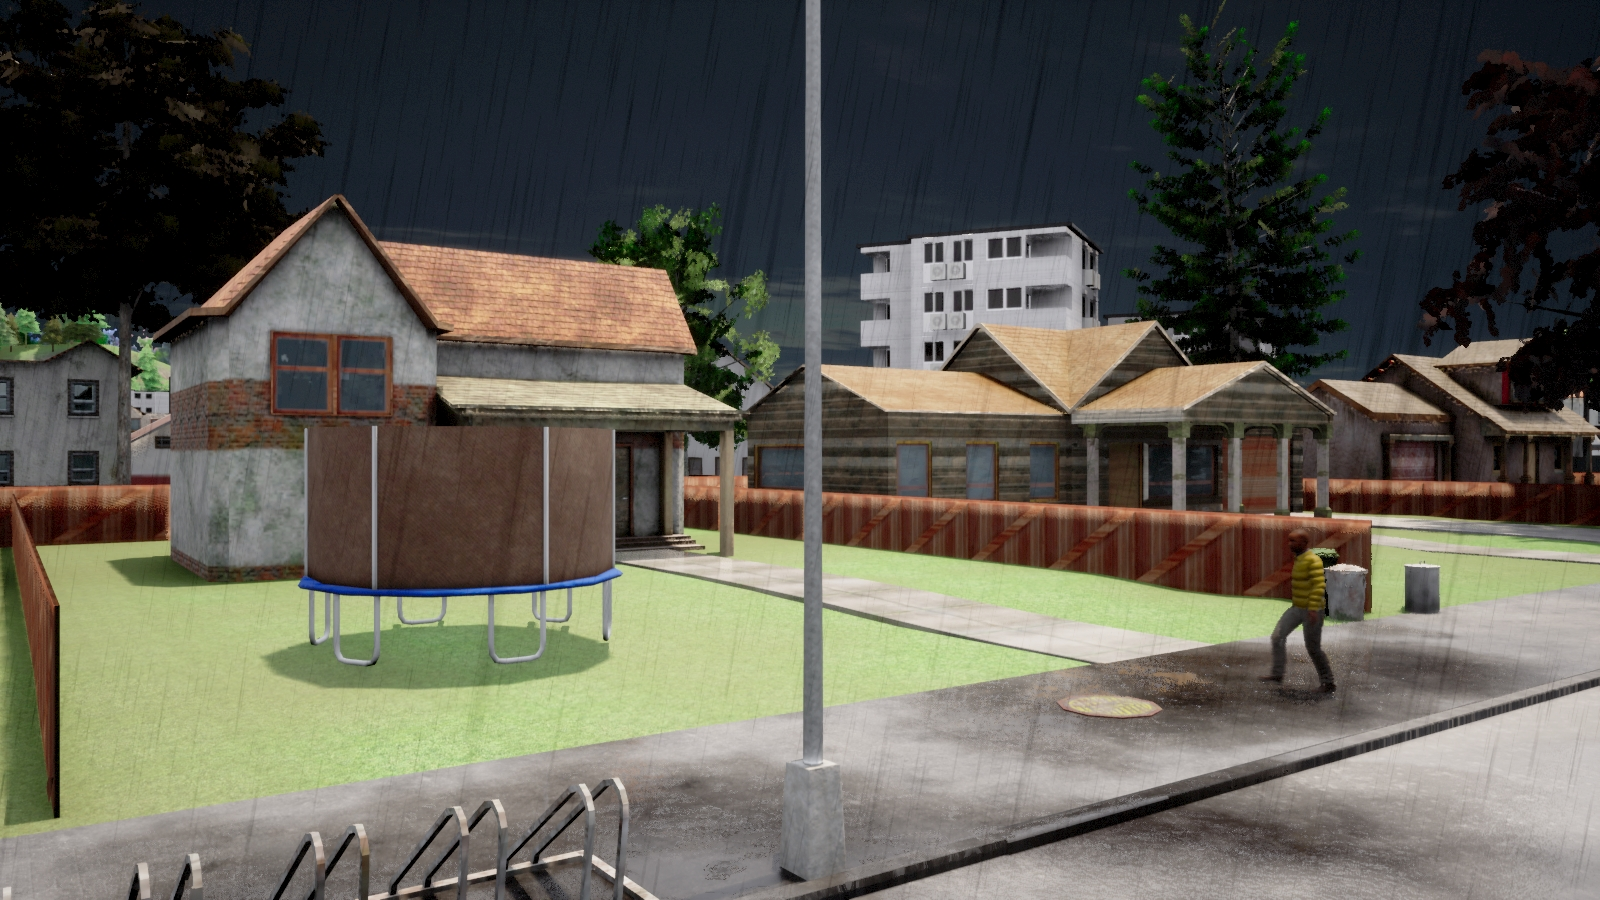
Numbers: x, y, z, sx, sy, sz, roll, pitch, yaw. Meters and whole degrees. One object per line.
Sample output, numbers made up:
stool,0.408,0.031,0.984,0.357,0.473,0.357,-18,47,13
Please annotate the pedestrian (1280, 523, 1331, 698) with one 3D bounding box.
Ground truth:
pedestrian,5.525,1.746,12.500,0.375,1.860,0.375,0,0,-2
